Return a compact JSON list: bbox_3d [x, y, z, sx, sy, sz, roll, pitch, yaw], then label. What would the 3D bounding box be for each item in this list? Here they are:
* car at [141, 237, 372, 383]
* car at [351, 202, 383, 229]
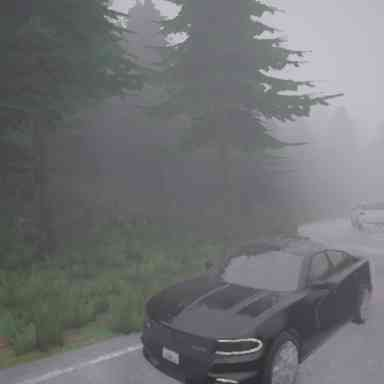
[{"bbox_3d":[1.438,1.575,5.515,1.882,1.535,5.008,-1,-2,42],"label":"car"},{"bbox_3d":[14.157,1.834,26.576,2.150,2.045,5.566,-3,-3,19],"label":"car"}]
